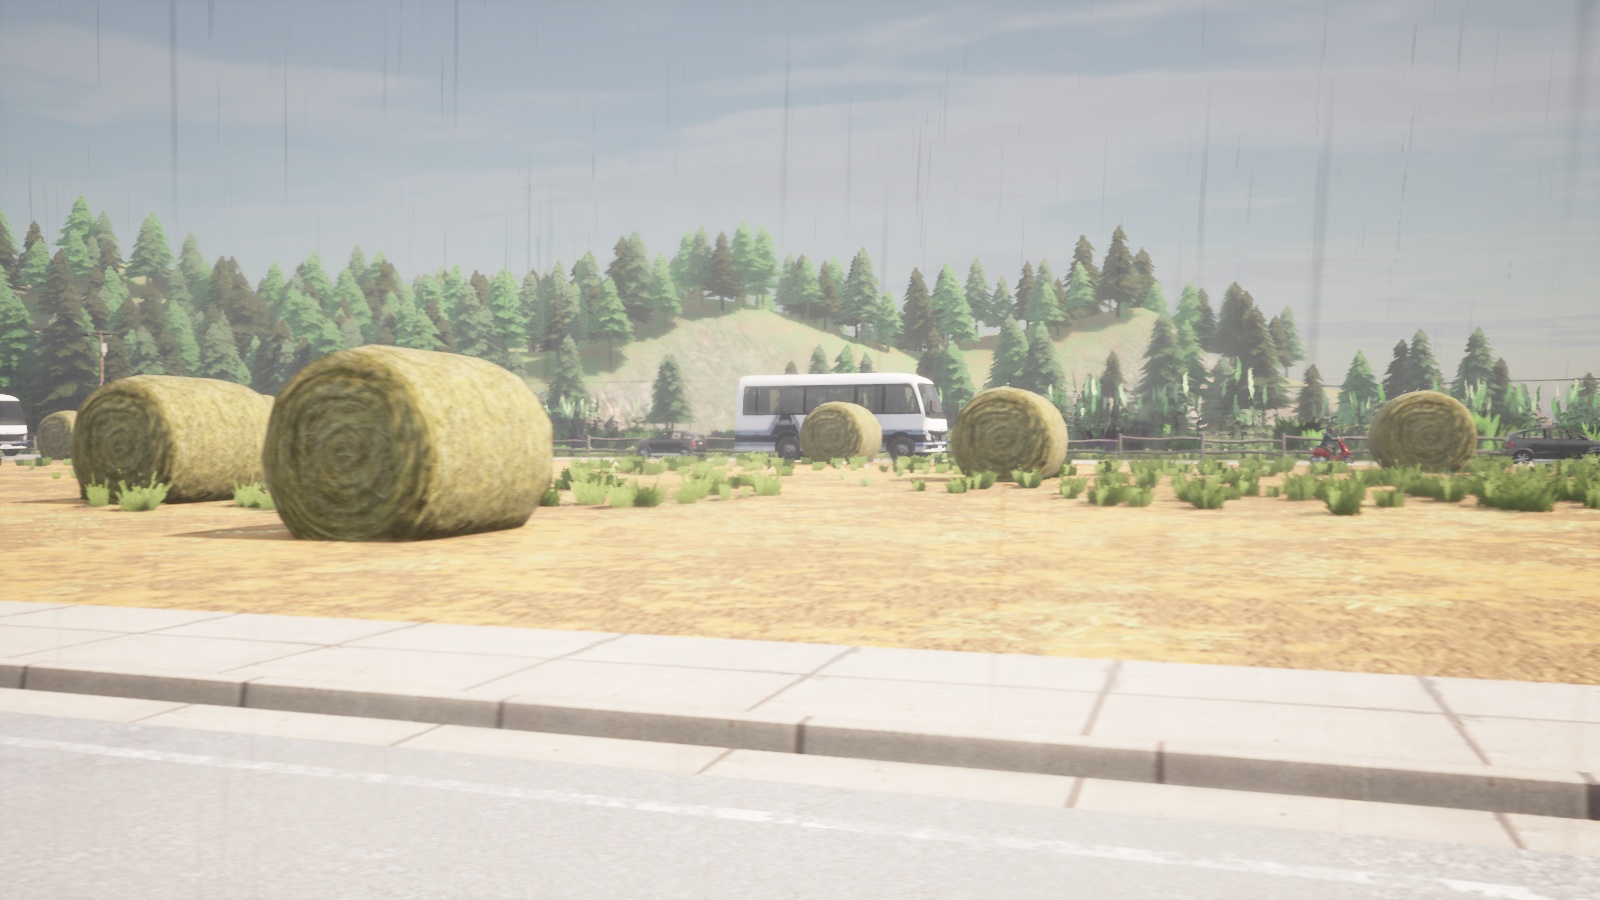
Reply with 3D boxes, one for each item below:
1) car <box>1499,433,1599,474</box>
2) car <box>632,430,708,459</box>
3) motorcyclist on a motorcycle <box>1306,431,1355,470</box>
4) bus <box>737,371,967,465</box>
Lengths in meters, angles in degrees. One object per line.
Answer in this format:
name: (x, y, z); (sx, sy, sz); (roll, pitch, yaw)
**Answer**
car: (29.547, 0.122, 49.099); (3.705, 1.549, 1.789); (1, 1, 23)
car: (-7.024, -0.318, 67.970); (3.705, 1.549, 1.789); (1, 1, 22)
motorcyclist on a motorcycle: (22.040, 0.019, 52.195); (1.817, 1.590, 0.866); (1, 1, 22)
bus: (2.460, -1.514, 60.252); (10.273, 4.253, 3.944); (1, 1, 22)
